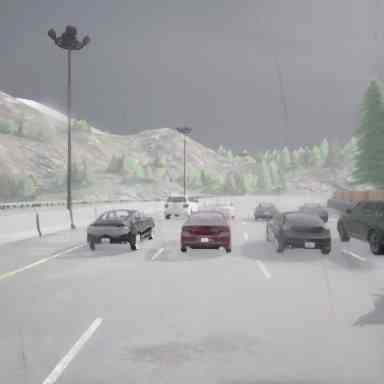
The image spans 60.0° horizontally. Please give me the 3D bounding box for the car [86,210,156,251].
[{"bbox_3d":[-2.821,1.492,14.137,2.128,1.511,4.902,0,0,5],"label":"car"}]

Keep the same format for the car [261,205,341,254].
[{"bbox_3d":[4.148,1.514,13.483,1.837,1.490,4.892,0,0,5],"label":"car"}]

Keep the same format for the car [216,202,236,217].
[{"bbox_3d":[2.648,1.530,27.846,1.812,1.442,4.674,0,0,11],"label":"car"}]

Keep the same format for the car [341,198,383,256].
[{"bbox_3d":[7.636,1.255,13.186,2.150,2.045,5.566,0,0,5],"label":"car"}]

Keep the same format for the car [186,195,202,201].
[{"bbox_3d":[0.478,1.533,82.983,1.895,1.301,4.718,0,0,29],"label":"car"}]

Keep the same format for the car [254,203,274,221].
[{"bbox_3d":[6.086,1.570,27.195,1.994,1.385,4.181,0,0,11],"label":"car"}]

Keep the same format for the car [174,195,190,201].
[{"bbox_3d":[-2.542,1.433,84.753,1.837,1.490,4.892,0,0,29],"label":"car"}]

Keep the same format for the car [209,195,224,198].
[{"bbox_3d":[6.548,1.542,79.495,1.895,1.301,4.718,0,0,29],"label":"car"}]

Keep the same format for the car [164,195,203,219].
[{"bbox_3d":[-0.786,1.255,28.527,2.150,2.045,5.566,0,0,11],"label":"car"}]

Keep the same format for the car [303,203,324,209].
[{"bbox_3d":[9.525,1.570,26.543,1.994,1.385,4.181,0,0,11],"label":"car"}]

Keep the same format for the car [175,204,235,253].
[{"bbox_3d":[0.663,1.482,13.810,1.882,1.535,5.008,0,0,5],"label":"car"}]

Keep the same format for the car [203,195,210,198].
[{"bbox_3d":[3.527,1.467,81.265,2.128,1.511,4.902,0,0,29],"label":"car"}]
